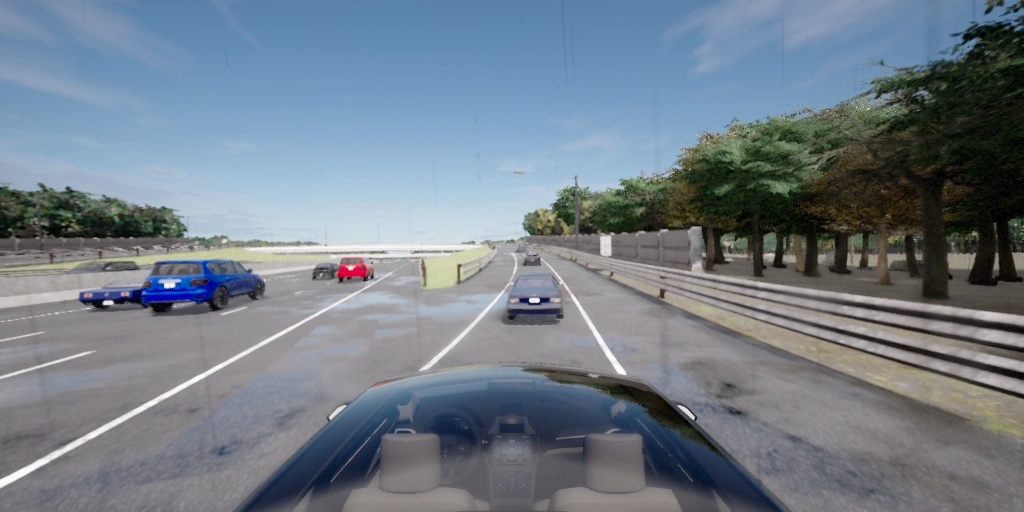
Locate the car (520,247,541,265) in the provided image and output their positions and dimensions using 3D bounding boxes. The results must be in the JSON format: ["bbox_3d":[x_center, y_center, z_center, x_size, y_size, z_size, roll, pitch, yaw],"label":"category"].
[{"bbox_3d":[2.263,0.162,40.971,2.128,1.511,4.902,-1,3,1],"label":"car"}]

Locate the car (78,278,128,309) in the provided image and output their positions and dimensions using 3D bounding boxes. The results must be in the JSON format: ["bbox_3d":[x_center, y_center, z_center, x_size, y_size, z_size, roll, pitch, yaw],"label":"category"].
[{"bbox_3d":[-16.771,1.598,16.588,1.895,1.301,4.718,-1,0,-14],"label":"car"}]

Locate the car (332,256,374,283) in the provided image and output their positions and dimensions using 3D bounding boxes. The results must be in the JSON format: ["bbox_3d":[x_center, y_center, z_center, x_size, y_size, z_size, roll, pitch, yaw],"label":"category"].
[{"bbox_3d":[-12.970,1.063,29.998,2.150,2.045,5.566,-1,1,-14],"label":"car"}]

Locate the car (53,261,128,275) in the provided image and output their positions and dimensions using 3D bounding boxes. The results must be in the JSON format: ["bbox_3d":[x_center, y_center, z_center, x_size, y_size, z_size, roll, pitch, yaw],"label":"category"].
[{"bbox_3d":[-30.164,1.389,26.249,2.150,2.045,5.566,-1,1,-14],"label":"car"}]

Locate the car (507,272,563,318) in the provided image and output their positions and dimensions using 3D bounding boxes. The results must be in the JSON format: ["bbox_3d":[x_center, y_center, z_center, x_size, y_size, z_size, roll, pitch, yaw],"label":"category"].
[{"bbox_3d":[0.858,1.306,13.043,2.033,1.411,5.357,-1,1,5],"label":"car"}]

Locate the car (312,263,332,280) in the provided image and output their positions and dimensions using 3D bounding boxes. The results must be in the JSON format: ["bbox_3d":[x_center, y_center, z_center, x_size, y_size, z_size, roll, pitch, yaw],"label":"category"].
[{"bbox_3d":[-17.496,1.377,34.136,1.837,1.490,4.892,-1,1,-14],"label":"car"}]

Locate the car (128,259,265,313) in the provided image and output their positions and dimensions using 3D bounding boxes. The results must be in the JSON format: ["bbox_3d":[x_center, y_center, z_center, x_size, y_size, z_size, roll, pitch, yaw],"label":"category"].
[{"bbox_3d":[-12.897,1.150,15.449,2.150,2.045,5.566,-1,0,-14],"label":"car"}]
